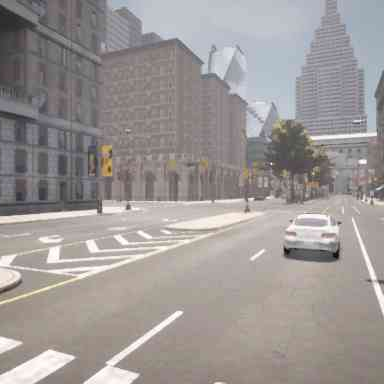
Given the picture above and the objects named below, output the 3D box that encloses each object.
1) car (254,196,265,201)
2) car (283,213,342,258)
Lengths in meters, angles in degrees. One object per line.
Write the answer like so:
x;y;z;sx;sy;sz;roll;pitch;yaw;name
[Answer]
16.953;1.593;84.001;1.895;1.301;4.718;0;0;24;car
4.715;1.531;12.852;1.812;1.442;4.674;0;0;24;car
